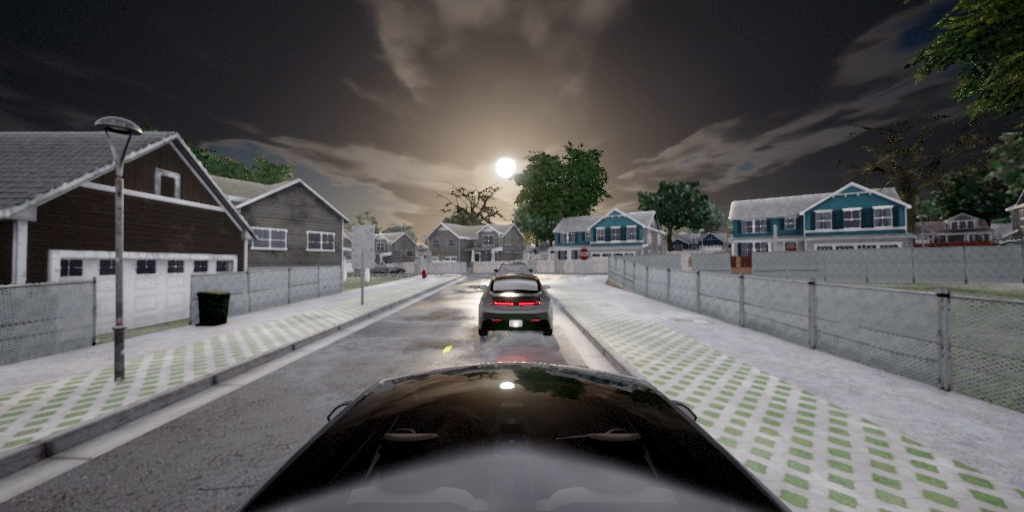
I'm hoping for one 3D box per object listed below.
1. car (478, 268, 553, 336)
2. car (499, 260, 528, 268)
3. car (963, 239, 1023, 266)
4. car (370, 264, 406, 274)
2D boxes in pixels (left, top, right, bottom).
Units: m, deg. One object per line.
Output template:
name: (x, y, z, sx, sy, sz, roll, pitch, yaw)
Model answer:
car: (0.089, 1.253, 10.394, 1.837, 1.490, 4.892, 0, 0, 0)
car: (0.080, 1.098, 19.408, 2.097, 1.767, 4.553, 0, 0, 0)
car: (27.084, 0.118, 19.214, 5.566, 2.045, 2.150, -2, -2, 38)
car: (-15.746, 1.690, 45.009, 5.357, 1.411, 2.033, -2, -2, 31)
